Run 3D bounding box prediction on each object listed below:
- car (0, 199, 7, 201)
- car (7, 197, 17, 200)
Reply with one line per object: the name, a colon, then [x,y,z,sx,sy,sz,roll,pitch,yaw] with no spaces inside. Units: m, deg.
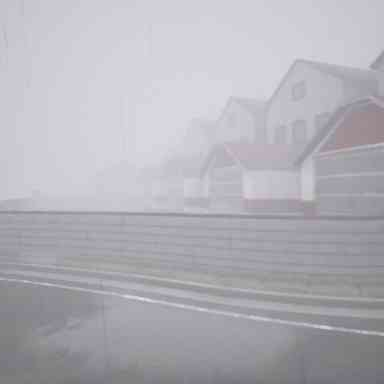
car: [-33.917,1.928,57.602,1.895,1.301,4.718,-1,0,-20]
car: [-40.205,1.700,74.416,1.994,1.385,4.181,-1,0,-20]
